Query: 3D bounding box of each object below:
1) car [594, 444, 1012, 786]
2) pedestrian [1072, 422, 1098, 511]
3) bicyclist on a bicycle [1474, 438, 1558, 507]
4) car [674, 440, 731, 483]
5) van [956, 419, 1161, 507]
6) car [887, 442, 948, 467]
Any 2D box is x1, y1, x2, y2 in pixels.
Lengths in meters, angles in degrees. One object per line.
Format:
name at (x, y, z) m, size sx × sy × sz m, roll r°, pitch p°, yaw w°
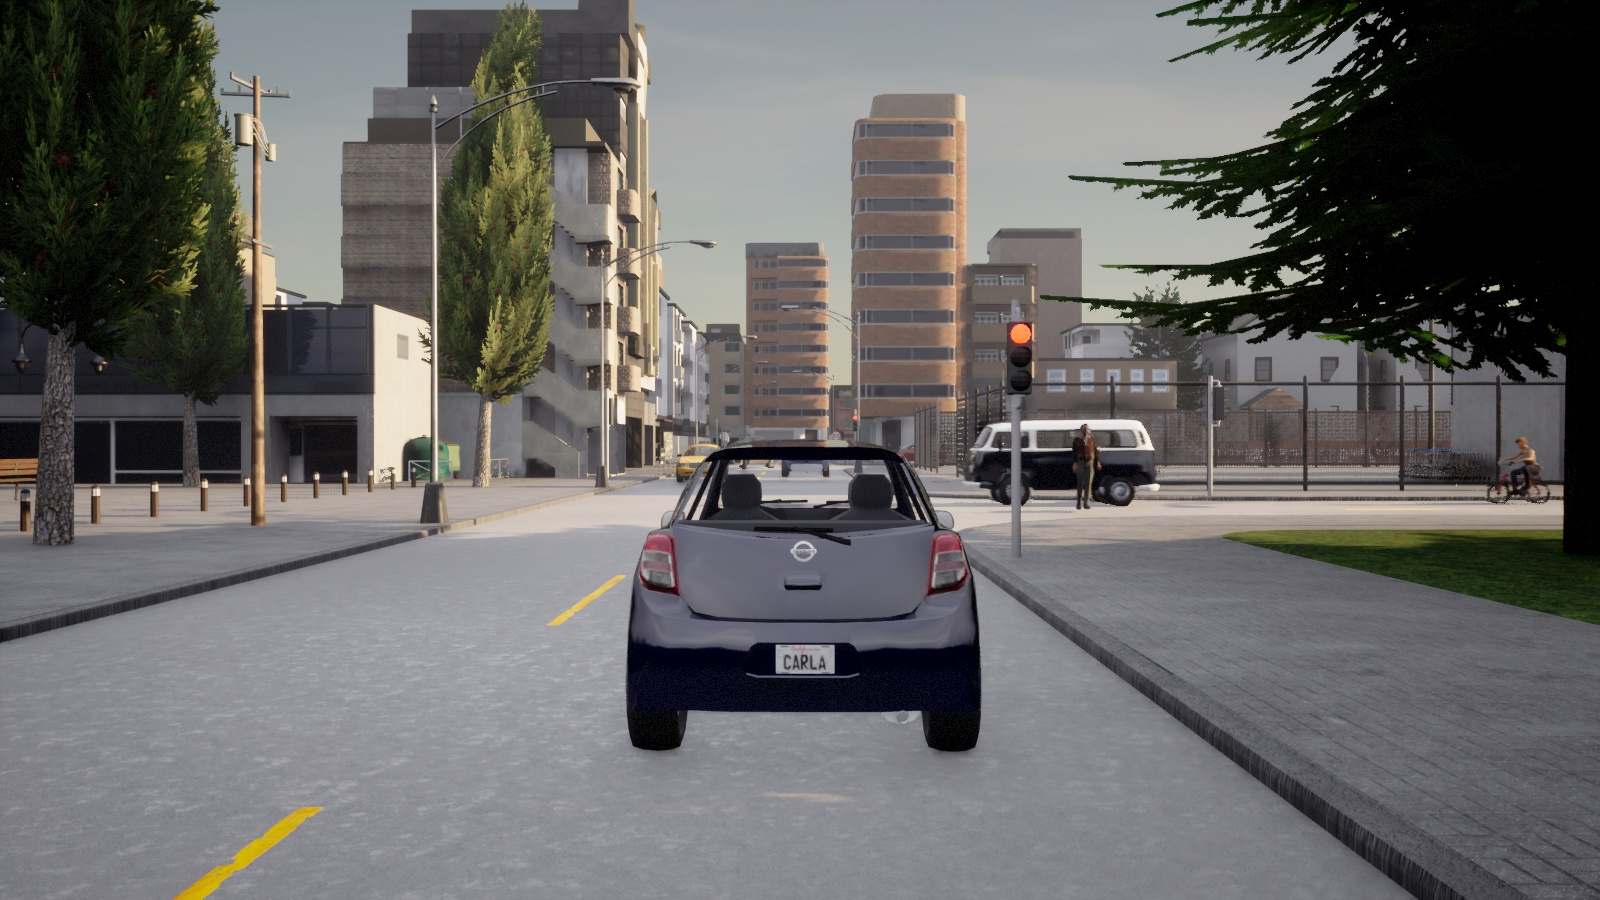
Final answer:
car at (0.036, 0.719, 7.361) m, size 1.845 × 1.501 × 3.633 m, roll 0°, pitch 0°, yaw 1°
pedestrian at (6.061, 0.345, 26.710) m, size 0.376 × 1.854 × 0.720 m, roll 0°, pitch 0°, yaw 0°
bicyclist on a bicycle at (17.107, 0.528, 30.009) m, size 1.509 × 1.612 × 0.866 m, roll 0°, pitch 0°, yaw 0°
car at (-3.769, 0.404, 49.318) m, size 1.801 × 1.575 × 5.366 m, roll 0°, pitch 0°, yaw 0°
van at (6.105, 0.305, 30.053) m, size 4.480 × 2.038 × 2.069 m, roll 0°, pitch 0°, yaw 0°
car at (7.392, 0.283, 79.392) m, size 3.705 × 1.549 × 1.789 m, roll 0°, pitch 0°, yaw 1°
